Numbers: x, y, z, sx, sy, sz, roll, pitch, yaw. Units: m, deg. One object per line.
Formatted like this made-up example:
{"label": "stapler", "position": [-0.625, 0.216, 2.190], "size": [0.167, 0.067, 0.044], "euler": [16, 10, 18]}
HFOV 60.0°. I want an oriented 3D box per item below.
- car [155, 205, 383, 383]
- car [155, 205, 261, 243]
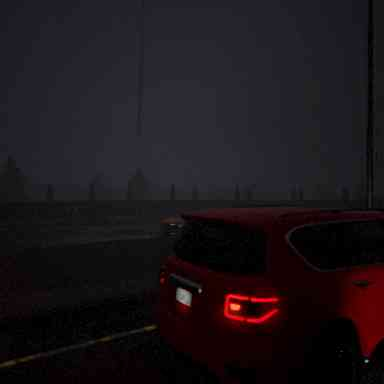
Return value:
{"label": "car", "position": [2.175, 1.225, 5.012], "size": [5.566, 2.045, 2.150], "euler": [0, 0, -32]}
{"label": "car", "position": [0.854, 1.470, 16.618], "size": [5.008, 1.535, 1.882], "euler": [0, 0, -29]}
